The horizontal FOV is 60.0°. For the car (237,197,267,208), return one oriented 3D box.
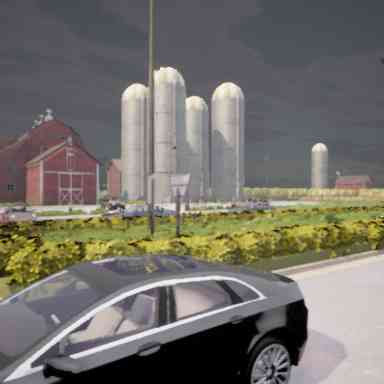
[{"bbox_3d":[9.941,1.618,54.956,2.242,1.667,4.611,0,0,-36],"label":"car"}]

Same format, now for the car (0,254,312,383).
[{"bbox_3d":[-0.818,1.496,3.408,4.902,1.511,2.128,0,0,-35],"label":"car"}]

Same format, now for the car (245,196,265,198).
[{"bbox_3d":[6.355,1.400,36.003,1.932,1.855,4.605,0,0,-36],"label":"car"}]

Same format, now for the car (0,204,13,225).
[{"bbox_3d":[-10.866,1.352,14.686,2.097,1.767,4.553,0,0,30],"label":"car"}]

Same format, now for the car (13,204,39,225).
[{"bbox_3d":[-11.753,1.534,22.680,1.784,1.438,3.905,0,0,-36],"label":"car"}]

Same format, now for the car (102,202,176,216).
[{"bbox_3d":[-3.444,1.584,22.741,5.357,1.411,2.033,0,0,-36],"label":"car"}]

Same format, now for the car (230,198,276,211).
[{"bbox_3d":[5.363,1.565,29.065,4.902,1.511,2.128,0,0,-35],"label":"car"}]

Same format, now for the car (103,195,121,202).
[{"bbox_3d":[-9.670,1.369,40.768,1.905,1.878,3.866,0,0,-36],"label":"car"}]
